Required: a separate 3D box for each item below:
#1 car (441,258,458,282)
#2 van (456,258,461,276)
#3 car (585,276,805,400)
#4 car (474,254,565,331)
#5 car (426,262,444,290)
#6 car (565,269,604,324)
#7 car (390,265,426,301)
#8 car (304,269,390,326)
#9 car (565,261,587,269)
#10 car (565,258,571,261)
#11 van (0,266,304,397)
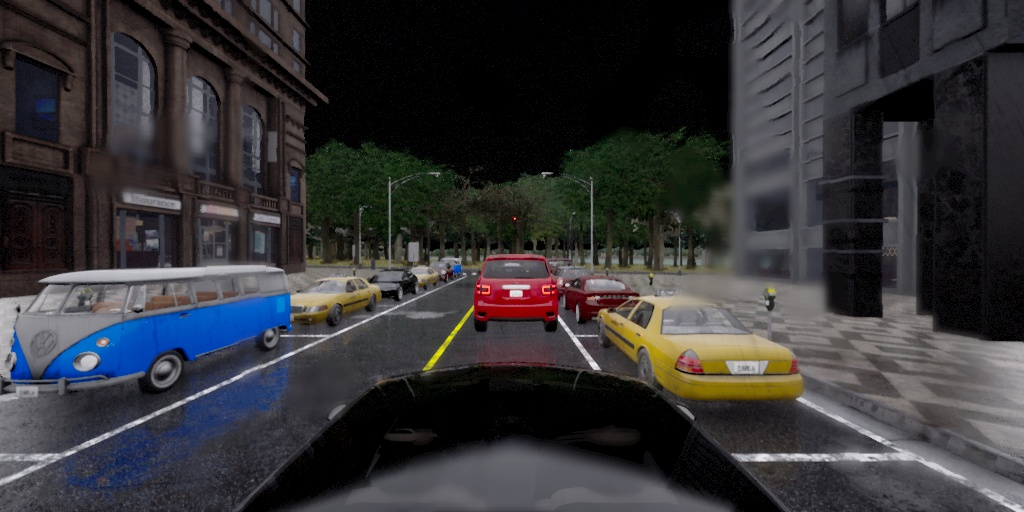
[{"bbox_3d":[-5.758,1.185,28.110,1.967,1.591,4.097,0,0,0],"label":"car"},{"bbox_3d":[-5.757,1.086,33.548,1.690,1.789,3.998,0,0,0],"label":"van"},{"bbox_3d":[2.763,1.274,6.528,1.751,1.417,4.829,0,0,0],"label":"car"},{"bbox_3d":[0.105,0.969,11.054,2.150,2.045,5.566,0,0,0],"label":"car"},{"bbox_3d":[-5.759,1.271,22.503,1.751,1.417,4.829,0,0,0],"label":"car"},{"bbox_3d":[2.764,1.292,11.796,1.888,1.381,4.507,0,0,0],"label":"car"},{"bbox_3d":[-5.760,1.312,17.235,1.948,1.339,4.313,0,0,0],"label":"car"},{"bbox_3d":[-5.761,1.273,11.628,1.751,1.417,4.829,0,0,0],"label":"car"},{"bbox_3d":[2.765,1.186,17.233,1.967,1.591,4.097,0,0,0],"label":"car"},{"bbox_3d":[2.766,1.060,22.671,2.192,1.841,5.009,0,0,0],"label":"car"},{"bbox_3d":[-5.762,1.089,6.360,1.690,1.789,3.998,0,0,0],"label":"van"}]
